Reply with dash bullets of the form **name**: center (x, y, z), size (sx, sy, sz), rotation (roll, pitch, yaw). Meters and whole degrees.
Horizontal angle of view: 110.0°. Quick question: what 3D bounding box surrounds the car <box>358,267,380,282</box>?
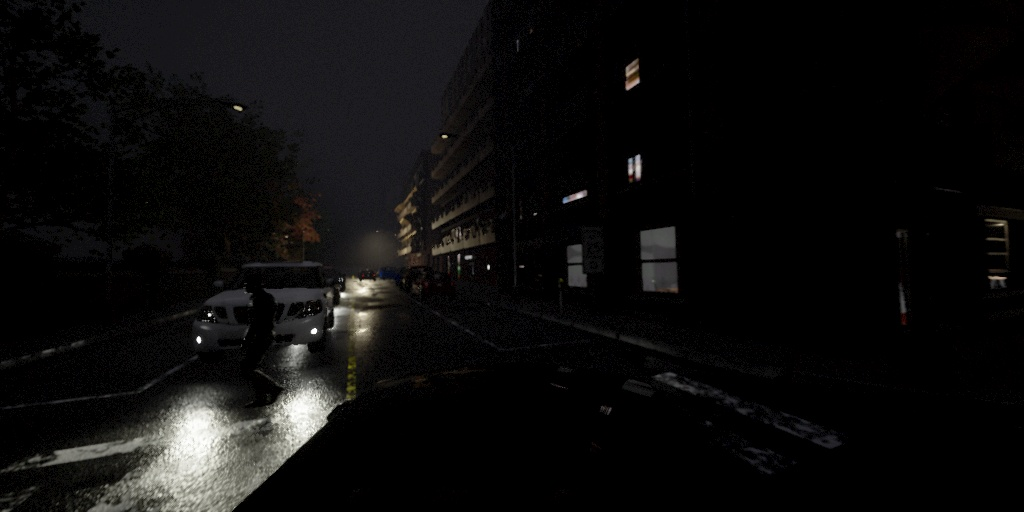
- **car**: center (-17.864, 2.387, 44.332), size (2.033, 1.411, 5.357), rotation (0, -1, -24)

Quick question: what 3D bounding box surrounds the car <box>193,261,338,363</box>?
- **car**: center (-5.823, 1.134, 9.151), size (2.150, 2.045, 5.566), rotation (0, -1, -24)

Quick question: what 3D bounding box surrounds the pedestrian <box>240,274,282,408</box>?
- **pedestrian**: center (-3.386, 1.082, 4.833), size (0.375, 1.860, 0.375), rotation (1, -3, -24)

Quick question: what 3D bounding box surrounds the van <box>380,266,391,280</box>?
- **van**: center (-15.781, 2.195, 45.998), size (1.690, 1.789, 3.998), rotation (0, 0, -24)

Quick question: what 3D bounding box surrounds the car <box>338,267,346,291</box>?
- **car**: center (-13.889, 1.766, 27.423), size (2.097, 1.767, 4.553), rotation (0, -1, -24)

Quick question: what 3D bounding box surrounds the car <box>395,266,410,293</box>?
- **car**: center (-6.849, 1.615, 25.797), size (2.192, 1.841, 5.009), rotation (0, 0, -24)

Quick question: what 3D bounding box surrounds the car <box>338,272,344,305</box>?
- **car**: center (-9.834, 1.726, 18.239), size (1.994, 1.385, 4.181), rotation (0, -1, -23)

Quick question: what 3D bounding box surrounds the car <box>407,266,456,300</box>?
- **car**: center (-4.616, 1.601, 20.747), size (1.967, 1.591, 4.097), rotation (0, 0, -24)

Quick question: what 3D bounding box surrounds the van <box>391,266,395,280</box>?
- **van**: center (-9.082, 1.779, 30.847), size (1.690, 1.789, 3.998), rotation (0, 0, -24)
